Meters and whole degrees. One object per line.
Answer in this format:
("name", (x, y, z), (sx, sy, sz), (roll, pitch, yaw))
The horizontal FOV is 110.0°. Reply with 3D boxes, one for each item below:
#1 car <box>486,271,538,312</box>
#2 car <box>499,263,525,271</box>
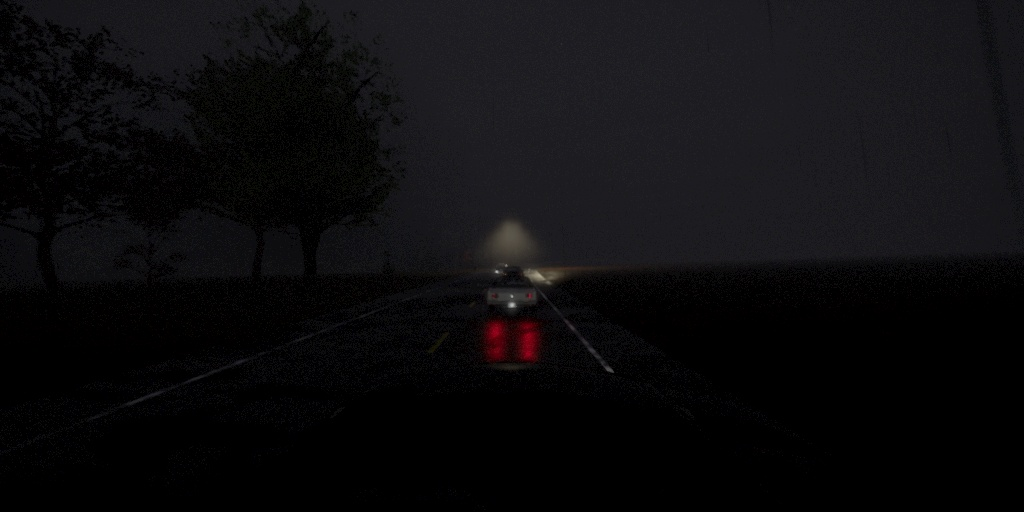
("car", (0.019, 1.491, 15.104), (1.895, 1.301, 4.718), (0, -1, 0))
("car", (0.123, 1.580, 30.729), (1.812, 1.442, 4.674), (0, 0, 1))
